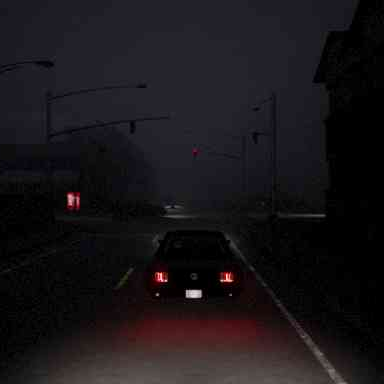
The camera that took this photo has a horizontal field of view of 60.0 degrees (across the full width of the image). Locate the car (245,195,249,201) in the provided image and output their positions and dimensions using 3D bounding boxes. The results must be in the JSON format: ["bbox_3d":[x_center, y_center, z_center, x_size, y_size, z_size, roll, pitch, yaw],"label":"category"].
[{"bbox_3d":[13.758,1.113,70.478,4.605,1.855,1.932,0,0,0],"label":"car"}]

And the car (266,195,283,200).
[{"bbox_3d":[21.315,1.399,86.081,3.806,1.475,1.970,0,0,0],"label":"car"}]

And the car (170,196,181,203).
[{"bbox_3d":[-3.493,1.547,69.545,2.033,1.411,5.357,0,0,0],"label":"car"}]

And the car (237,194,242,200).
[{"bbox_3d":[13.894,1.389,89.062,3.633,1.501,1.845,0,0,0],"label":"car"}]

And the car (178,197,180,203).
[{"bbox_3d":[-3.577,1.601,56.981,1.895,1.301,4.718,0,0,0],"label":"car"}]

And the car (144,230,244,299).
[{"bbox_3d":[0.059,1.601,8.388,1.895,1.301,4.718,0,0,1],"label":"car"}]

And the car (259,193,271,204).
[{"bbox_3d":[14.170,1.169,54.778,5.027,1.636,2.152,0,0,0],"label":"car"}]

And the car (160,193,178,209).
[{"bbox_3d":[-3.590,1.221,46.747,2.150,2.045,5.566,0,0,0],"label":"car"}]

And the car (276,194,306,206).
[{"bbox_3d":[14.494,1.248,48.360,3.806,1.475,1.970,0,0,0],"label":"car"}]

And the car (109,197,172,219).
[{"bbox_3d":[-4.559,1.464,28.209,4.892,1.490,1.837,-2,2,-29],"label":"car"}]

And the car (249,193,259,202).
[{"bbox_3d":[14.170,1.092,67.572,3.866,1.878,1.905,0,0,0],"label":"car"}]
